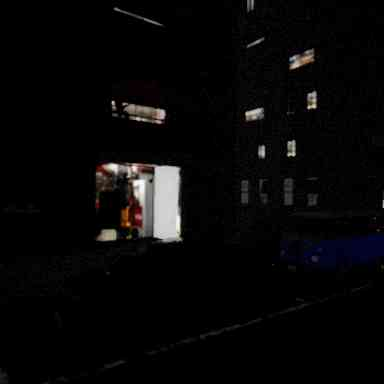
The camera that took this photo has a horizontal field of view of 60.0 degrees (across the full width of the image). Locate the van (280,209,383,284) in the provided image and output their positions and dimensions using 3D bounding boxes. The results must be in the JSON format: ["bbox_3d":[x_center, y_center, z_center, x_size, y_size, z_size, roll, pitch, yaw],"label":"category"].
[{"bbox_3d":[4.235,1.408,9.564,3.998,1.788,1.690,1,0,-35],"label":"van"}]

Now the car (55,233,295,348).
[{"bbox_3d":[-0.266,1.591,6.359,4.313,1.339,1.947,1,0,-35],"label":"car"}]
